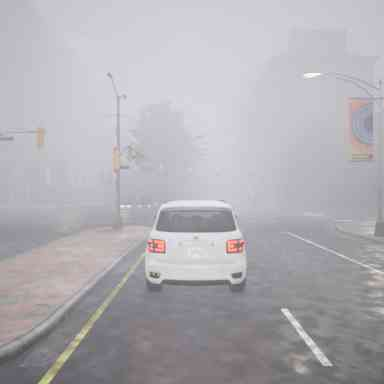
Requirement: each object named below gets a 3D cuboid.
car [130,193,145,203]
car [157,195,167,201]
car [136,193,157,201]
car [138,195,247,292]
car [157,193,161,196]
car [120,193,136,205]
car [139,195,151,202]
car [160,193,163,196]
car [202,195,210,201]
[{"bbox_3d":[-11.302,1.225,69.624,2.150,2.045,5.566,0,0,0],"label":"car"},{"bbox_3d":[-7.754,1.552,86.243,1.994,1.385,4.181,0,0,0],"label":"car"},{"bbox_3d":[-7.916,1.352,57.926,2.097,1.767,4.553,0,0,0],"label":"car"},{"bbox_3d":[0.096,1.221,9.048,2.150,2.045,5.566,0,0,0],"label":"car"},{"bbox_3d":[-7.834,1.526,66.811,1.812,1.442,4.674,0,0,1],"label":"car"},{"bbox_3d":[-11.399,1.491,59.705,2.128,1.511,4.902,0,0,1],"label":"car"},{"bbox_3d":[-11.272,1.525,80.062,2.128,1.511,4.902,0,0,0],"label":"car"},{"bbox_3d":[-7.783,1.225,76.427,2.150,2.045,5.566,0,0,0],"label":"car"},{"bbox_3d":[3.756,1.540,89.897,2.033,1.411,5.357,0,0,0],"label":"car"}]
